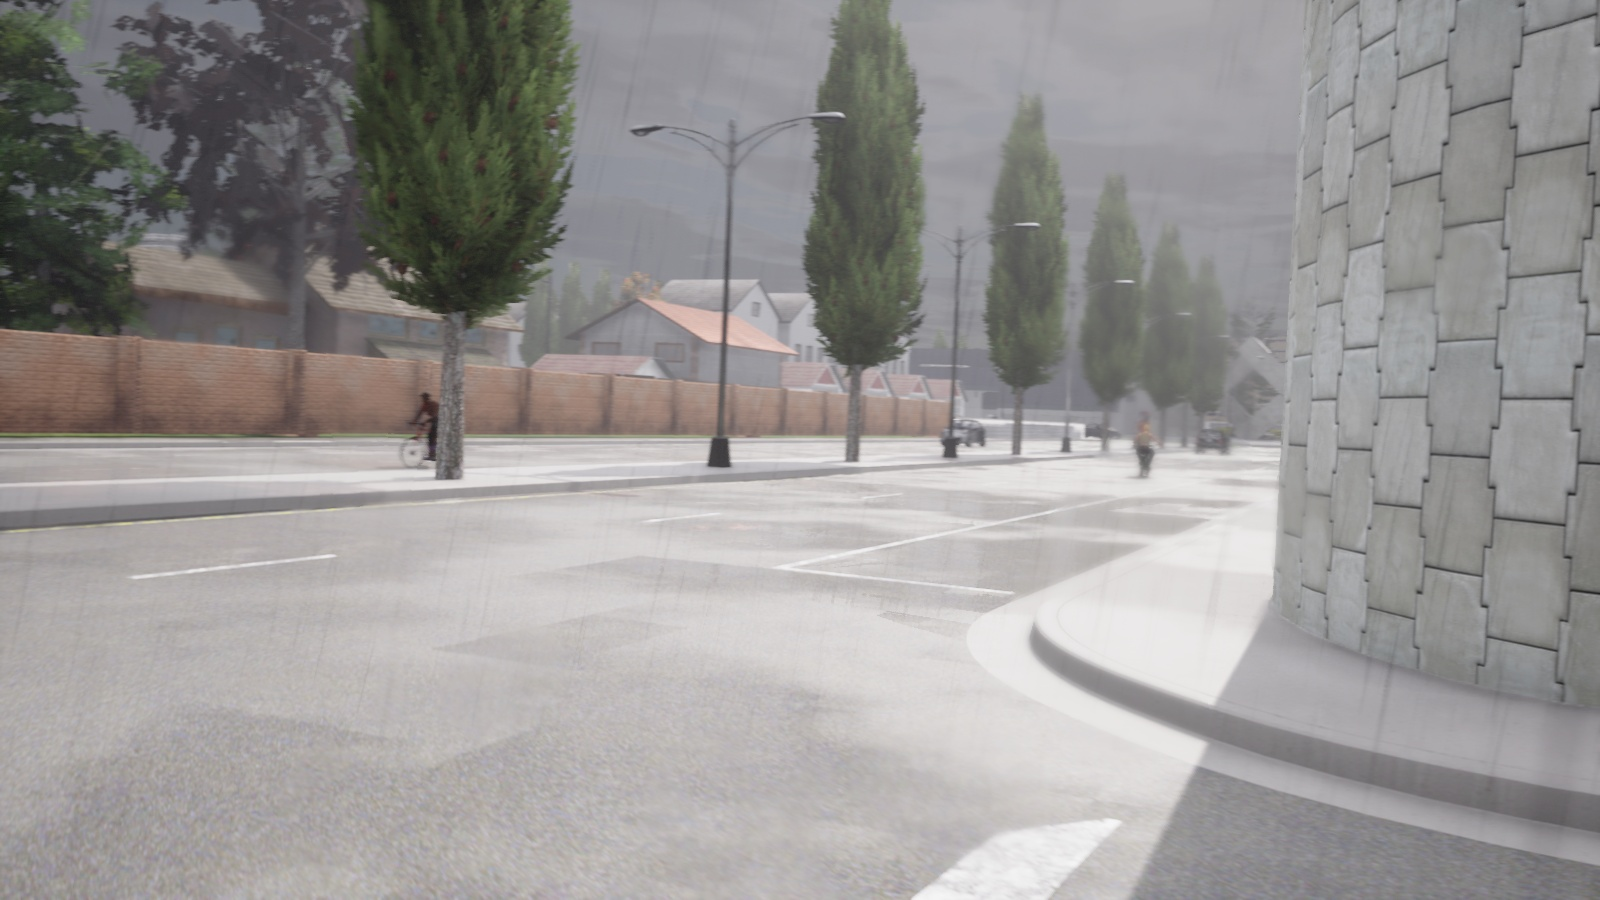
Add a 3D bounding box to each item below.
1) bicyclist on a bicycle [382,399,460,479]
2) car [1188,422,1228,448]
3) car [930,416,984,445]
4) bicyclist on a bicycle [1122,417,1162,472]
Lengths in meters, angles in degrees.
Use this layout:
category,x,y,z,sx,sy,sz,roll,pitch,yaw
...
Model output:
category,x,y,z,sx,sy,sz,roll,pitch,yaw
bicyclist on a bicycle,-7.985,-0.249,26.529,0.582,1.620,1.656,2,2,26
car,24.838,-0.933,76.455,1.789,1.549,3.705,2,2,26
car,8.679,-1.075,69.347,1.845,1.501,3.633,2,2,26
bicyclist on a bicycle,10.473,-0.177,38.442,0.866,1.612,1.509,2,2,26
